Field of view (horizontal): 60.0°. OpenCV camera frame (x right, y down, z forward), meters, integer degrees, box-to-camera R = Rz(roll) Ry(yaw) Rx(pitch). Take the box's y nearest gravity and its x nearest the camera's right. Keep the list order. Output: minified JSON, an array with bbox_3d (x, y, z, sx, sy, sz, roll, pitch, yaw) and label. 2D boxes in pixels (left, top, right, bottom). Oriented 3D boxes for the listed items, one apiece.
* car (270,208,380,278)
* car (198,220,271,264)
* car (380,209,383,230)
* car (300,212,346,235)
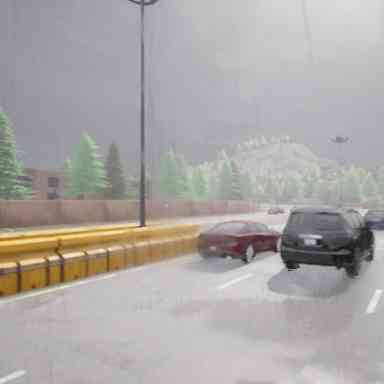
[{"bbox_3d":[4.947,1.574,11.738,2.150,2.045,5.566,-2,-2,35],"label":"car"},{"bbox_3d":[2.185,1.910,13.881,1.882,1.535,5.008,-2,-2,35],"label":"car"},{"bbox_3d":[14.097,2.067,24.876,2.097,1.767,4.553,-2,-2,35],"label":"car"},{"bbox_3d":[10.042,2.295,25.207,2.033,1.411,5.357,-2,-2,35],"label":"car"}]
